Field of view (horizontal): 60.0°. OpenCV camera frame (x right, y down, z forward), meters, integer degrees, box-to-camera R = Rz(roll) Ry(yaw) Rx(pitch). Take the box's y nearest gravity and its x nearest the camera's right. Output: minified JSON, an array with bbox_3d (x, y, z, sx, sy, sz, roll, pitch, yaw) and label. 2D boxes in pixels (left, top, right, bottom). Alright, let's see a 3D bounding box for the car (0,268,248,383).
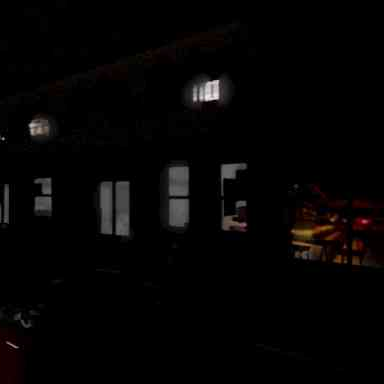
[{"bbox_3d":[-1.417,1.584,3.885,4.206,1.307,1.802,0,0,36],"label":"car"}]
